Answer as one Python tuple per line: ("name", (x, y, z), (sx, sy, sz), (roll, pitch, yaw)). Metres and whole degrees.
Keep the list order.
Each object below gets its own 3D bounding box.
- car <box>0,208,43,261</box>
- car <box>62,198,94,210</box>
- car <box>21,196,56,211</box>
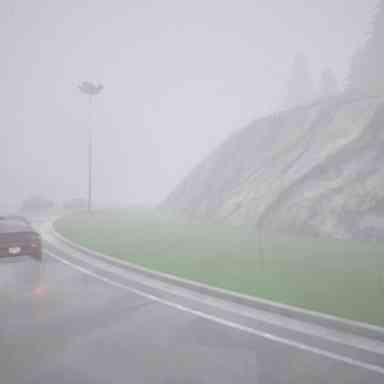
("car", (-6.441, 1.480, 11.329), (1.812, 1.442, 4.674), (0, 0, -37))
("car", (-14.001, 1.459, 41.031), (2.033, 1.411, 5.357), (1, 0, 6))
("car", (-17.536, 1.230, 38.244), (2.097, 1.767, 4.553), (1, 0, 2))
